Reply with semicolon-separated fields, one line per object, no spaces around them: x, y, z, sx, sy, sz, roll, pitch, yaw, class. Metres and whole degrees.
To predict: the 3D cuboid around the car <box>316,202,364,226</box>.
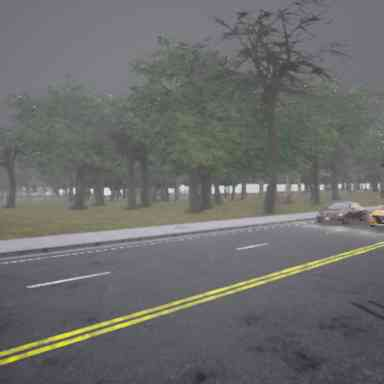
10.244;1.386;22.544;4.674;1.442;1.812;0;0;-42;car

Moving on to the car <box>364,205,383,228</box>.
12.626;1.347;20.326;5.008;1.535;1.882;0;0;-42;car
